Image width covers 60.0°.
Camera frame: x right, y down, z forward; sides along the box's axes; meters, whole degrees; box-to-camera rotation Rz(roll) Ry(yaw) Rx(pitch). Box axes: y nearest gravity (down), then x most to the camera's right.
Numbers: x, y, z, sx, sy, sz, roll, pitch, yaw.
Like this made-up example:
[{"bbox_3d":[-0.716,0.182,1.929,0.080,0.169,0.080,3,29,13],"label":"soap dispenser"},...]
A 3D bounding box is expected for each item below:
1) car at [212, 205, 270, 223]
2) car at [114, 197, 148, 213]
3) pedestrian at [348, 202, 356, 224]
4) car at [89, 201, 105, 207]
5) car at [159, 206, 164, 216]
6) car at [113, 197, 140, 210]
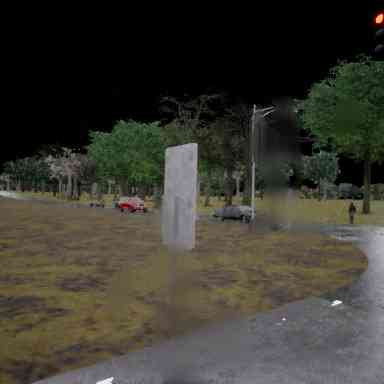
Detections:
[{"bbox_3d":[3.975,1.793,27.846,2.033,1.411,5.357,3,-2,-36],"label":"car"},{"bbox_3d":[-7.923,1.680,44.431,2.150,2.045,5.566,3,-2,-35],"label":"car"},{"bbox_3d":[13.366,1.718,27.818,0.375,1.860,0.375,2,-1,-36],"label":"pedestrian"},{"bbox_3d":[-18.872,2.345,65.930,1.895,1.301,4.718,3,-2,-35],"label":"car"},{"bbox_3d":[-1.836,1.928,35.903,1.994,1.385,4.181,3,-2,-37],"label":"car"},{"bbox_3d":[-10.921,1.889,54.906,2.150,2.045,5.566,3,-2,-36],"label":"car"}]
